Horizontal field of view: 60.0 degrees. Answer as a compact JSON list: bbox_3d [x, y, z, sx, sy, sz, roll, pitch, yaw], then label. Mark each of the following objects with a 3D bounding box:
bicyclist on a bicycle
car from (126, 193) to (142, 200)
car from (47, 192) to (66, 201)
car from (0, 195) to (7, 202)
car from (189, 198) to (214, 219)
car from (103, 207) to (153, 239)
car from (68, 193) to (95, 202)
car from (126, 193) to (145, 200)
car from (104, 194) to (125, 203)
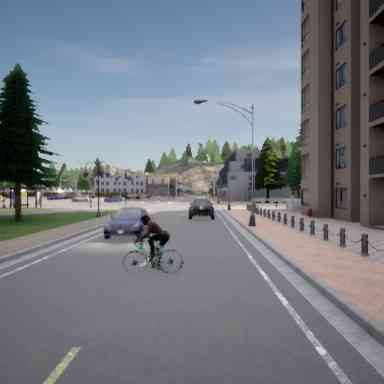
[{"bbox_3d":[-1.082,1.452,9.046,1.656,1.620,0.582,-2,0,2],"label":"bicyclist on a bicycle"},{"bbox_3d":[-15.372,1.091,87.618,3.866,1.878,1.905,0,0,1],"label":"car"},{"bbox_3d":[-33.676,1.334,81.585,3.633,1.501,1.845,0,0,1],"label":"car"},{"bbox_3d":[-41.661,1.345,69.947,5.027,1.636,2.152,0,0,1],"label":"car"},{"bbox_3d":[0.847,1.352,29.460,2.097,1.767,4.553,0,0,2],"label":"car"},{"bbox_3d":[-3.155,1.525,17.302,1.812,1.442,4.674,0,0,2],"label":"car"},{"bbox_3d":[-23.006,1.399,69.305,3.806,1.475,1.970,0,0,1],"label":"car"},{"bbox_3d":[-15.037,1.112,84.702,4.605,1.855,1.932,0,0,1],"label":"car"},{"bbox_3d":[-15.667,1.388,66.129,3.633,1.501,1.845,0,0,1],"label":"car"}]
